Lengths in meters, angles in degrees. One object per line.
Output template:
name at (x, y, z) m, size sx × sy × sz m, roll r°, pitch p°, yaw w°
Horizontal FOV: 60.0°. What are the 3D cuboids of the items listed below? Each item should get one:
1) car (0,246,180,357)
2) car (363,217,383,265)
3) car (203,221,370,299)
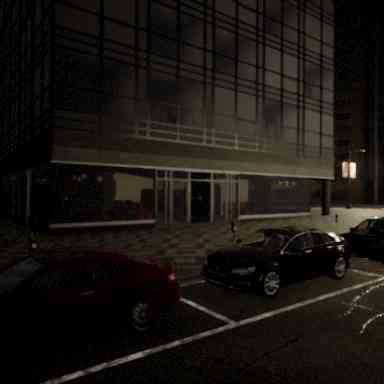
car at (-2.151, 1.582, 5.222) m, size 4.206 × 1.307 × 1.802 m, roll 0°, pitch 1°, yaw -36°
car at (6.735, 1.569, 11.566) m, size 4.313 × 1.339 × 1.947 m, roll 0°, pitch 0°, yaw -36°
car at (2.292, 1.551, 8.394) m, size 4.403 × 1.369 × 2.008 m, roll 0°, pitch 1°, yaw -36°
